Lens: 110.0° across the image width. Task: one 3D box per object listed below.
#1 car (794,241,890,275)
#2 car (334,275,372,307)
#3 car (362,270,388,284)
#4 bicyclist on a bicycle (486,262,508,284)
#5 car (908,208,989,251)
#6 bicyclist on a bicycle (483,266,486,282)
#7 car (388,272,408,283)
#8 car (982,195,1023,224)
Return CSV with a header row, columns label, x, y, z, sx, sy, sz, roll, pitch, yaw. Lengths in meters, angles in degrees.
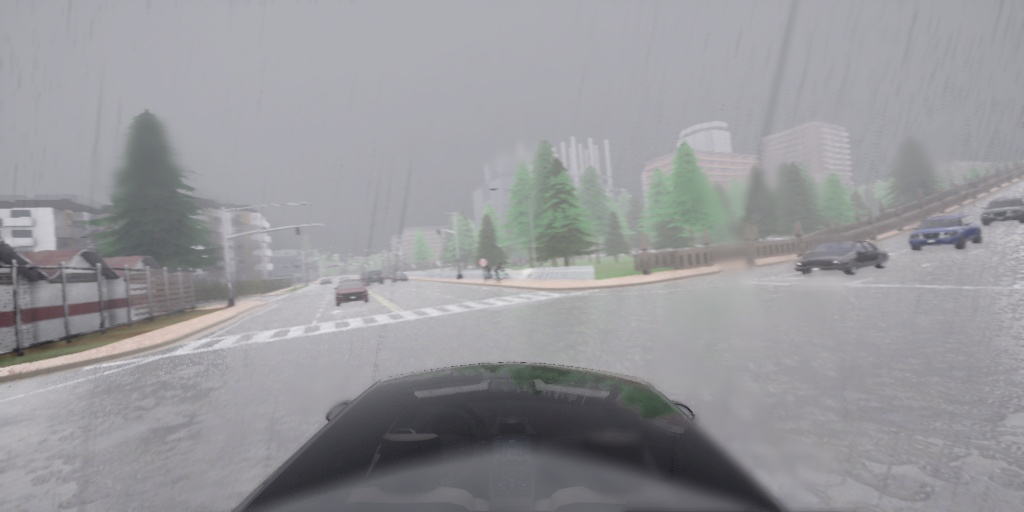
label,x,y,z,sx,sy,sz,roll,pitch,yaw
car,15.497,0.021,16.757,5.357,1.411,2.033,-5,-1,-27
car,-10.671,2.341,23.874,1.882,1.535,5.008,-5,0,-25
car,-19.462,3.069,50.668,2.150,2.045,5.566,-5,0,-25
bicyclist on a bicycle,-0.960,1.329,28.247,1.656,1.620,0.582,-4,-1,-41
car,28.142,-1.577,23.283,5.566,2.045,2.150,-7,1,-27
bicyclist on a bicycle,-2.180,1.470,32.490,0.582,1.620,1.656,-5,0,28
car,-16.491,3.144,52.607,2.033,1.411,5.357,-5,0,-25
car,42.079,-3.914,30.404,5.566,2.045,2.150,-12,3,-26
